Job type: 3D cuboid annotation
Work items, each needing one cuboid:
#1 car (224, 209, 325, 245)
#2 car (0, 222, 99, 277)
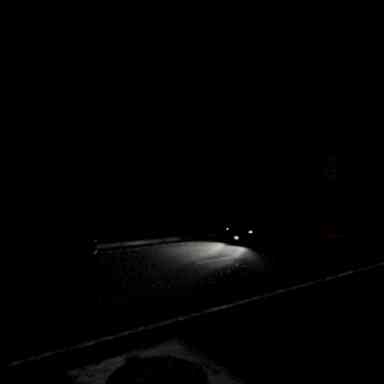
[{"bbox_3d":[4.021,1.528,15.544,5.357,1.411,2.033,0,0,-36],"label":"car"},{"bbox_3d":[-4.775,1.562,9.213,4.181,1.385,1.994,0,0,-36],"label":"car"}]
